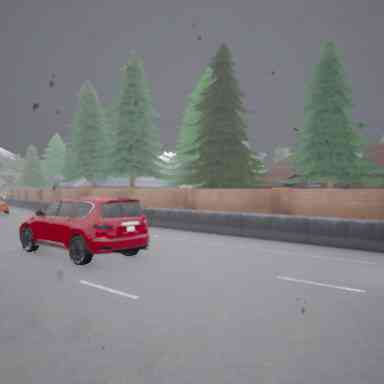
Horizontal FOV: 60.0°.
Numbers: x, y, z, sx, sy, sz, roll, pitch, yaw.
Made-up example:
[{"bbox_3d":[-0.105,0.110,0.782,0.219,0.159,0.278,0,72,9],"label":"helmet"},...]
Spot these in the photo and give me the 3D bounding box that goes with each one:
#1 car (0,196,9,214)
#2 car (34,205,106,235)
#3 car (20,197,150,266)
[{"bbox_3d":[-18.952,1.158,31.503,2.097,1.767,4.553,0,0,-41],"label":"car"},{"bbox_3d":[-7.124,1.511,19.141,4.718,1.301,1.895,0,0,43],"label":"car"},{"bbox_3d":[-3.892,1.170,11.643,5.566,2.045,2.150,0,0,40],"label":"car"}]
